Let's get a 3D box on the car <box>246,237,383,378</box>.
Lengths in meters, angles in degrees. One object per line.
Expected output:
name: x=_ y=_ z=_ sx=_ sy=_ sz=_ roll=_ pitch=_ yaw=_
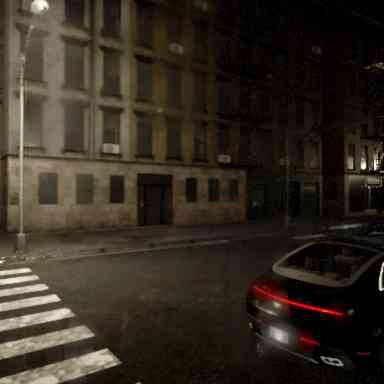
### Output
car: x=3.067 y=1.521 z=5.541 sx=4.892 sy=1.490 sz=1.837 roll=0 pitch=0 yaw=-35
